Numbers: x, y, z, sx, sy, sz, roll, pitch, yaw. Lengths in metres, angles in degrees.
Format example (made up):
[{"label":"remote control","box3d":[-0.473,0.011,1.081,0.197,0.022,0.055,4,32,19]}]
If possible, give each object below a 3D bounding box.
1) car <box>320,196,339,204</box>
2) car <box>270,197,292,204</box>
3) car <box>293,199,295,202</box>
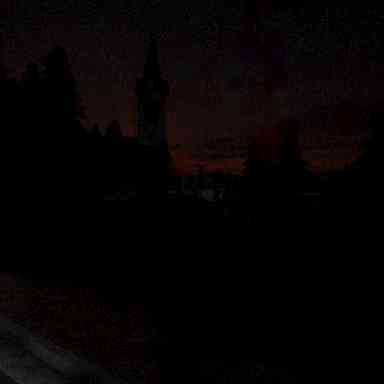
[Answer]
[{"label":"car","box3d":[35.761,2.235,85.387,3.633,1.501,1.845,0,0,37]},{"label":"car","box3d":[20.584,2.067,78.161,4.514,1.523,2.007,0,0,37]},{"label":"car","box3d":[22.455,2.092,80.679,5.027,1.636,2.152,0,0,37]}]
